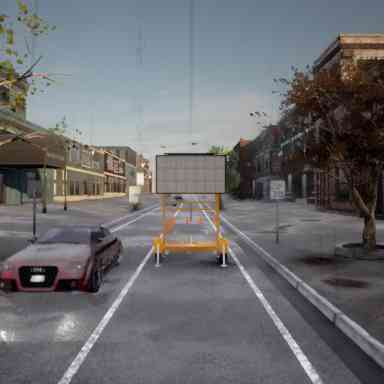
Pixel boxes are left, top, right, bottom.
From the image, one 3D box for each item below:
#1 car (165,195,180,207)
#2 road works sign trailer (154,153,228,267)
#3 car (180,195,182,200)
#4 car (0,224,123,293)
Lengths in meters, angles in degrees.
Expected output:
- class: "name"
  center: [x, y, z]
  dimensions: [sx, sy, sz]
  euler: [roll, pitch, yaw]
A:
- class: "car"
  center: [-3.263, 1.468, 49.405]
  dimensions: [2.128, 1.511, 4.902]
  euler: [0, 0, 0]
- class: "road works sign trailer"
  center: [-0.037, 0.466, 11.431]
  dimensions: [2.380, 3.560, 2.880]
  euler: [0, 0, 0]
- class: "car"
  center: [-3.269, 1.321, 79.508]
  dimensions: [1.895, 1.301, 4.718]
  euler: [0, 1, 0]
- class: "car"
  center: [-3.128, 1.565, 8.729]
  dimensions: [1.994, 1.385, 4.181]
  euler: [0, 0, 0]
